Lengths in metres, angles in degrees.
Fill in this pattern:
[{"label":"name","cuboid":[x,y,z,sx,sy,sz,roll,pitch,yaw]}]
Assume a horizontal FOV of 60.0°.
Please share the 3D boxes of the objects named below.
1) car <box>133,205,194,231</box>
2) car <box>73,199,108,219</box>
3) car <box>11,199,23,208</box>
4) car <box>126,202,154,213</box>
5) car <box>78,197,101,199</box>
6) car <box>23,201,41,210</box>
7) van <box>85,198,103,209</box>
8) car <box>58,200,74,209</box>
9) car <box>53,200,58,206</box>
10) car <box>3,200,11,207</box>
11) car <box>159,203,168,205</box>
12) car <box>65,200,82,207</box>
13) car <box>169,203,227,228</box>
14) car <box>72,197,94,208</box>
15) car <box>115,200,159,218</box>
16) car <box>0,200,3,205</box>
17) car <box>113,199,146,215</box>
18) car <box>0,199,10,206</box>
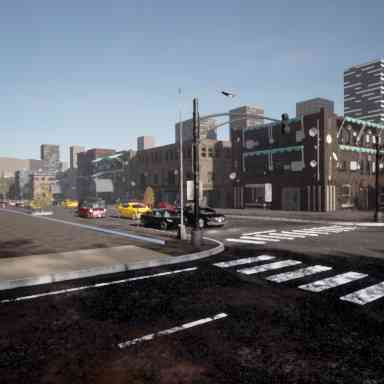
[{"label":"car","cuboid":[-2.031,1.815,22.974,1.947,1.339,4.313,-2,0,-37]},{"label":"car","cuboid":[-10.254,1.847,34.154,1.967,1.590,4.097,-2,0,-37]},{"label":"car","cuboid":[-33.475,2.376,65.170,2.008,1.369,4.403,-1,0,-37]},{"label":"car","cuboid":[-6.861,1.966,43.609,1.802,1.307,4.206,-2,0,-37]},{"label":"car","cuboid":[-12.449,1.679,41.439,2.150,2.045,5.566,-1,0,-37]},{"label":"car","cuboid":[-26.738,2.233,56.172,1.752,1.417,4.829,-1,0,-37]},{"label":"van","cuboid":[-16.820,1.907,56.901,1.690,1.788,3.998,-1,0,-37]},{"label":"car","cuboid":[-21.769,2.121,59.210,1.882,1.535,5.008,-1,0,-37]},{"label":"car","cuboid":[-30.085,2.364,74.625,1.947,1.339,4.313,-1,0,-37]},{"label":"car","cuboid":[-40.112,2.380,74.030,1.967,1.590,4.097,-1,0,-37]},{"label":"car","cuboid":[-3.544,1.904,39.179,1.802,1.307,4.206,-2,0,-37]},{"label":"car","cuboid":[-23.450,2.228,65.763,1.887,1.381,4.507,-1,0,-37]},{"label":"car","cuboid":[0.509,1.719,24.157,1.837,1.490,4.892,-1,0,-34]},{"label":"car","cuboid":[-20.138,1.940,61.331,2.192,1.841,5.009,-1,0,-37]},{"label":"car","cuboid":[-5.529,1.808,32.183,1.882,1.535,5.008,-1,0,-37]},{"label":"car","cuboid":[-43.428,2.548,78.461,2.008,1.369,4.403,-1,0,-37]},{"label":"car","cuboid":[-7.679,1.739,40.390,2.097,1.767,4.553,-1,0,-37]},{"label":"car","cuboid":[-46.745,2.598,82.891,1.887,1.381,4.507,-1,0,-37]}]
